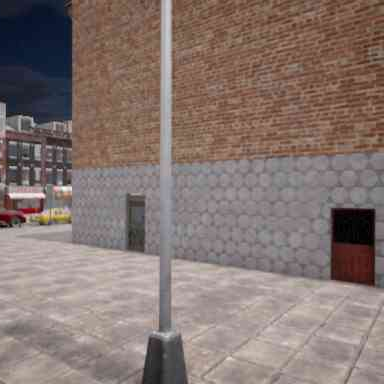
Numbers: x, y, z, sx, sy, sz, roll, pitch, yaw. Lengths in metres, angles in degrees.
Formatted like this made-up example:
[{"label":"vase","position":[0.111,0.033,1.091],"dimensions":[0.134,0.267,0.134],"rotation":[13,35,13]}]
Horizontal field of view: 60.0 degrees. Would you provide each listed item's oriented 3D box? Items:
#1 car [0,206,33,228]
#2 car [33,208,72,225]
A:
[{"label":"car","position":[-14.251,1.663,23.023],"dimensions":[2.192,1.841,5.009],"rotation":[-1,-2,36]},{"label":"car","position":[-10.922,1.978,27.664],"dimensions":[1.752,1.417,4.829],"rotation":[-1,-2,36]}]
